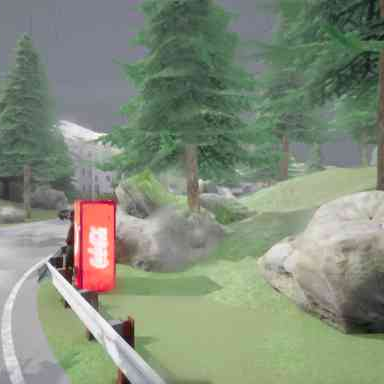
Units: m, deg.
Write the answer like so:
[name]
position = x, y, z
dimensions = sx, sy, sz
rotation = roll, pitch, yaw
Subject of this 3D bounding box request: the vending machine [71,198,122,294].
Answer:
[vending machine]
position = -2.294, 1.195, 7.940
dimensions = 1.100, 2.100, 0.880
rotation = 0, 0, -22

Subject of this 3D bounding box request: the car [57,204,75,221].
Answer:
[car]
position = -9.213, 1.600, 27.423
dimensions = 1.895, 1.301, 4.718
rotation = 0, 0, 5

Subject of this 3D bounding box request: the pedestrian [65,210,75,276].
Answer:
[pedestrian]
position = -2.978, 1.293, 8.464
dimensions = 0.375, 1.860, 0.375
rotation = 0, 0, -18
